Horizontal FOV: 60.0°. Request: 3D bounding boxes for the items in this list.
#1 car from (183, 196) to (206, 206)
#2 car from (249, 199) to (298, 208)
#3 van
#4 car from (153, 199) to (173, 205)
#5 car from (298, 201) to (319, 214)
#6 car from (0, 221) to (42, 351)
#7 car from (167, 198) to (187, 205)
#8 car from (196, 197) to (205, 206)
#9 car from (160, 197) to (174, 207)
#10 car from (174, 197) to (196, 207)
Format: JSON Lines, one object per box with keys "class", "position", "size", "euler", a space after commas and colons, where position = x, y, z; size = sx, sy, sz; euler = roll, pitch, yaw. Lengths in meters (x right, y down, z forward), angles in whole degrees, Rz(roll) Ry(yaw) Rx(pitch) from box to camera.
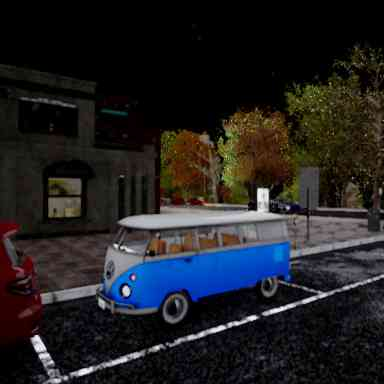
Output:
{"class": "car", "position": [0.444, 1.679, 63.013], "size": [2.097, 1.767, 4.553], "euler": [0, -1, -34]}
{"class": "car", "position": [7.956, 1.474, 34.285], "size": [2.128, 1.511, 4.902], "euler": [0, -1, -34]}
{"class": "van", "position": [0.222, 1.314, 6.713], "size": [3.998, 1.788, 1.690], "euler": [0, 1, -35]}
{"class": "car", "position": [-5.780, 1.970, 66.331], "size": [1.895, 1.301, 4.718], "euler": [0, -1, -34]}
{"class": "car", "position": [11.046, 1.596, 35.516], "size": [1.895, 1.301, 4.718], "euler": [0, -1, -34]}
{"class": "car", "position": [-4.286, 1.326, 3.489], "size": [5.009, 1.841, 2.192], "euler": [0, 1, -35]}
{"class": "car", "position": [-3.073, 1.915, 68.130], "size": [1.812, 1.442, 4.674], "euler": [0, -1, -34]}
{"class": "car", "position": [0.009, 1.791, 57.833], "size": [1.812, 1.442, 4.674], "euler": [0, -1, -34]}
{"class": "car", "position": [-5.396, 1.575, 54.101], "size": [2.097, 1.767, 4.553], "euler": [0, -1, -34]}
{"class": "car", "position": [-1.876, 1.754, 54.675], "size": [1.812, 1.442, 4.674], "euler": [0, -1, -34]}
